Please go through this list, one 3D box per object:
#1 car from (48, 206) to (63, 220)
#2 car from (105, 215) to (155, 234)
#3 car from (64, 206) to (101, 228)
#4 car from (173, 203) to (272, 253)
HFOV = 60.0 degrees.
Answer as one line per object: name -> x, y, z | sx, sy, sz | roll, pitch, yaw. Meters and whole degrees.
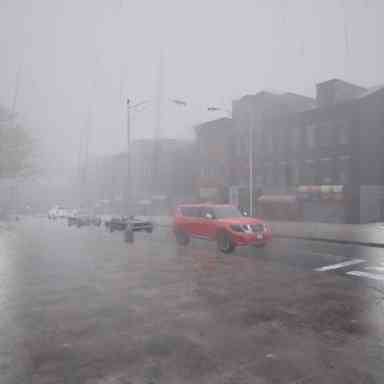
car -> -20.634, 3.198, 51.508 | 2.150, 2.045, 5.566 | 0, -2, -35
car -> -4.532, 2.290, 23.854 | 1.895, 1.301, 4.718 | 0, -2, -36
car -> -10.464, 2.440, 32.182 | 2.097, 1.767, 4.553 | 0, -2, -35
car -> 1.182, 1.565, 15.849 | 2.150, 2.045, 5.566 | 0, -2, -35
